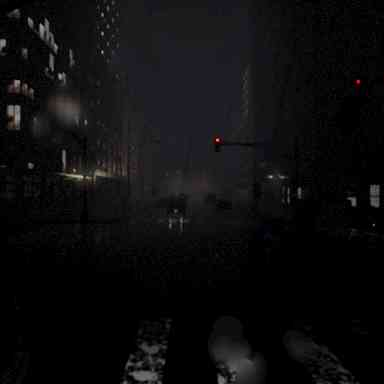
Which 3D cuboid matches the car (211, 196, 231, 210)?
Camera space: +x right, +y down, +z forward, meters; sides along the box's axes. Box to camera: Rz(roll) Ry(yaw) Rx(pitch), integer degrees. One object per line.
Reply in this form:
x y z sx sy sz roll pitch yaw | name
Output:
3.867 1.576 41.906 1.947 1.339 4.313 0 0 0 | car

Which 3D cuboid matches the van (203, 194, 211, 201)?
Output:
3.600 1.315 80.598 1.690 1.788 3.998 0 0 0 | van

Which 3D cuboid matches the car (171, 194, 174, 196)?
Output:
-4.186 1.559 63.970 1.947 1.339 4.313 0 0 0 | car

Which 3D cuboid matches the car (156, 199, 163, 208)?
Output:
-4.093 1.589 47.388 1.802 1.307 4.206 0 0 0 | car

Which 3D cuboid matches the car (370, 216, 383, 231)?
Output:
13.578 1.793 20.660 4.674 1.442 1.812 1 0 -3 | car

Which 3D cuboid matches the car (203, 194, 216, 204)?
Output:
3.694 1.308 64.014 2.192 1.841 5.009 0 0 0 | car

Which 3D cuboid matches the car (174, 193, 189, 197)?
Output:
-1.657 1.218 62.952 2.150 2.045 5.566 0 0 0 | car

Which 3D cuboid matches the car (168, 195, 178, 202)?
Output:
-4.249 1.421 75.026 1.967 1.590 4.097 0 0 0 | car

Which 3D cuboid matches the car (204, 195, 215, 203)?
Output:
3.663 1.427 69.543 1.967 1.590 4.097 0 0 0 | car

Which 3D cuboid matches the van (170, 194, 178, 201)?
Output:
-4.280 1.315 80.553 1.690 1.788 3.998 0 0 0 | van

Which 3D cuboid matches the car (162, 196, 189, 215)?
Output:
-1.559 1.506 33.835 2.128 1.511 4.902 0 0 -1 | car

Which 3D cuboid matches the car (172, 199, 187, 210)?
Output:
-1.608 1.610 44.849 1.895 1.301 4.718 0 0 0 | car

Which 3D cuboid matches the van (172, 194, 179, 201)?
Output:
-4.311 1.309 86.081 1.690 1.788 3.998 0 0 0 | van
